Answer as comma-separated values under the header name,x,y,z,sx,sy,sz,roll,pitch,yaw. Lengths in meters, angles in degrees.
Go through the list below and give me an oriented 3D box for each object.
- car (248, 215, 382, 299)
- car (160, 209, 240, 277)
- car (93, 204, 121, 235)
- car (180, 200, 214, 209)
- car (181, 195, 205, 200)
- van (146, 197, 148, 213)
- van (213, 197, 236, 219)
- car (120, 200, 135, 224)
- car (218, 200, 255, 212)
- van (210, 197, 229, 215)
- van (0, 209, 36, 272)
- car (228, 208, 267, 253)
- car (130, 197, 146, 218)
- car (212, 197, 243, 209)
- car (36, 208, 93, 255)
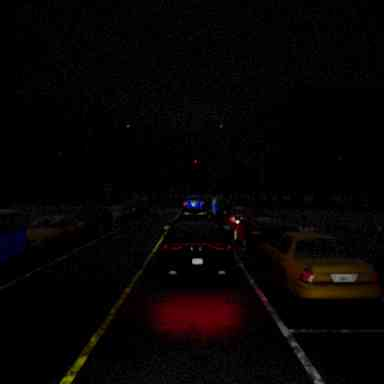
name,x,y,z,sx,sy,sz,roll,pitch,yaw
car,2.783,1.540,8.382,1.752,1.417,4.829,0,0,0
car,0.125,1.496,10.286,1.882,1.535,5.008,0,0,0
car,-5.710,1.601,19.113,1.947,1.339,4.313,0,0,0
car,0.163,1.534,22.880,2.128,1.511,4.902,0,0,0
car,0.121,1.286,33.248,2.150,2.045,5.566,0,0,-1
van,-5.660,1.410,35.426,1.690,1.788,3.998,0,0,0
van,2.848,1.399,29.962,1.690,1.788,3.998,0,0,0
car,-5.694,1.571,24.381,1.752,1.417,4.829,0,0,0
car,2.815,1.475,19.087,1.967,1.590,4.097,0,0,0
van,2.865,1.410,35.400,1.690,1.788,3.998,0,0,0
van,-5.743,1.356,8.238,1.690,1.788,3.998,0,0,0
car,2.799,1.570,13.650,1.887,1.381,4.507,0,0,0
car,-5.677,1.498,29.988,1.967,1.590,4.097,0,0,0
car,2.832,1.361,24.525,2.192,1.841,5.009,0,0,0
car,-5.727,1.550,13.506,1.752,1.417,4.829,0,0,0
